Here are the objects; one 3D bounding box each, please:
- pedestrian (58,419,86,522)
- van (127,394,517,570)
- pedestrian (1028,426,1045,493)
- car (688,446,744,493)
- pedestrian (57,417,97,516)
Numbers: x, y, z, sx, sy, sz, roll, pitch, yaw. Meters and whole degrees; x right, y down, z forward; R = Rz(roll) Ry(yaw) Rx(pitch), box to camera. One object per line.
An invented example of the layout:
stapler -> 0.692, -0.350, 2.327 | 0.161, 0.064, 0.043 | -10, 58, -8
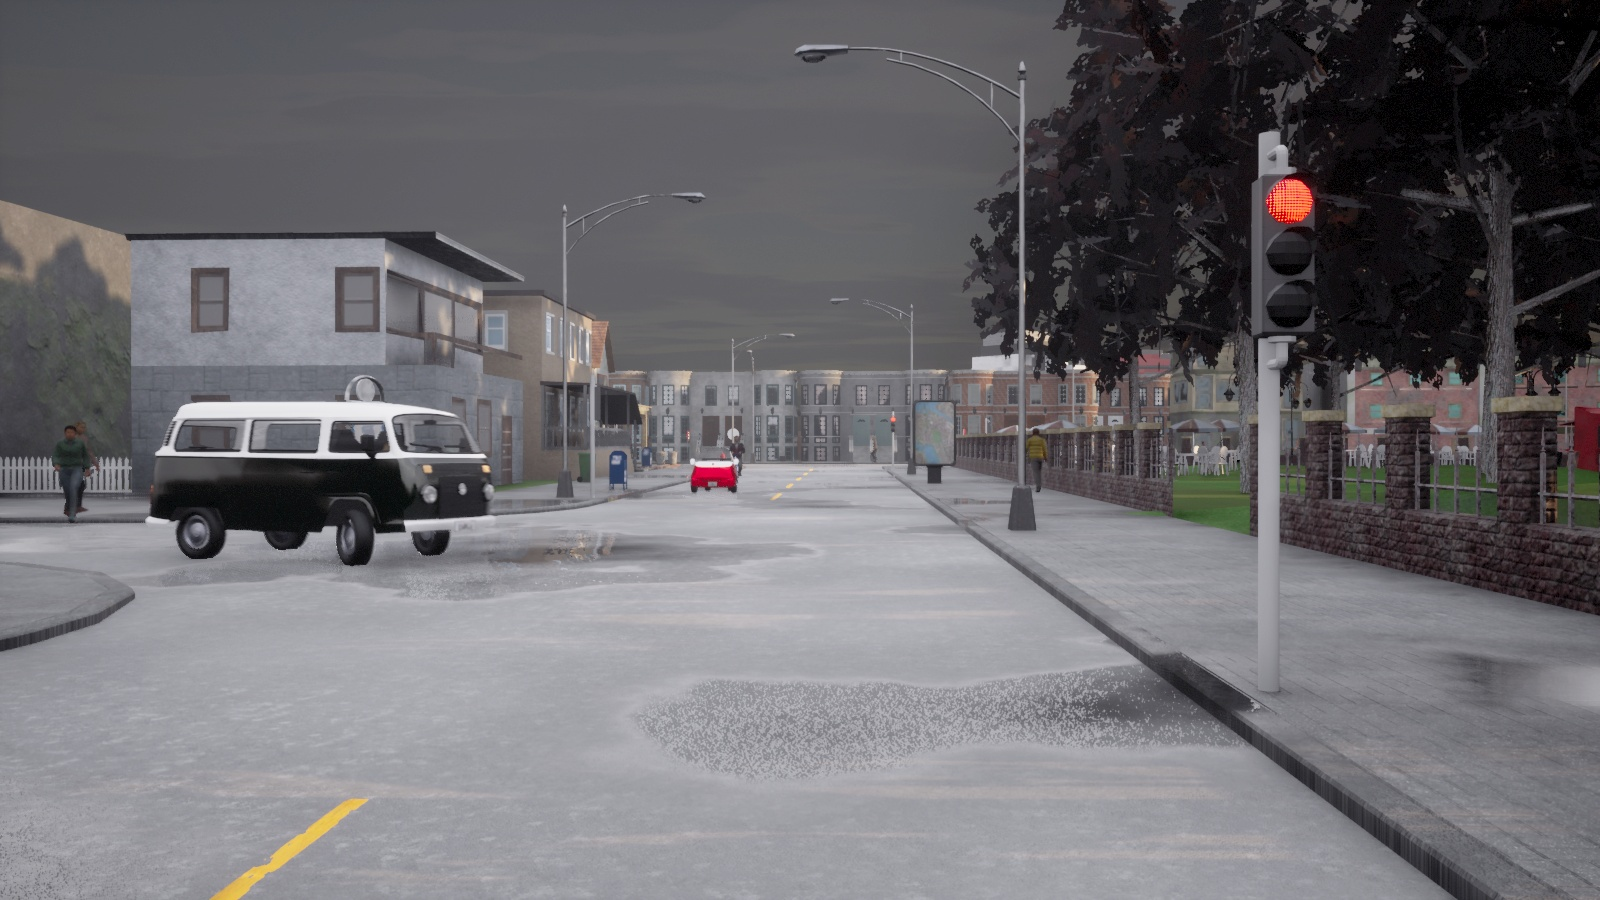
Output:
pedestrian -> -13.335, 0.367, 22.996 | 0.353, 1.847, 0.614 | 0, 0, -21
van -> -6.186, 0.372, 16.307 | 4.480, 2.038, 2.069 | 0, -1, 22
pedestrian -> 6.637, 0.263, 35.224 | 0.370, 1.835, 0.726 | 0, 0, 3
car -> -2.562, 0.582, 38.474 | 1.481, 1.376, 2.207 | 0, 0, 2
pedestrian -> -13.718, 0.311, 23.838 | 0.634, 1.846, 0.331 | 0, 0, 22
